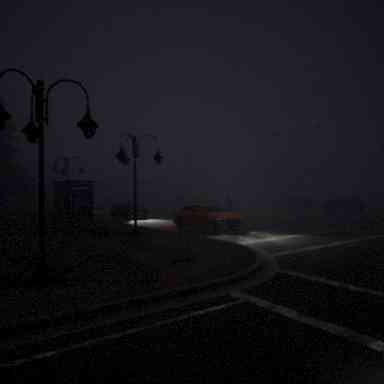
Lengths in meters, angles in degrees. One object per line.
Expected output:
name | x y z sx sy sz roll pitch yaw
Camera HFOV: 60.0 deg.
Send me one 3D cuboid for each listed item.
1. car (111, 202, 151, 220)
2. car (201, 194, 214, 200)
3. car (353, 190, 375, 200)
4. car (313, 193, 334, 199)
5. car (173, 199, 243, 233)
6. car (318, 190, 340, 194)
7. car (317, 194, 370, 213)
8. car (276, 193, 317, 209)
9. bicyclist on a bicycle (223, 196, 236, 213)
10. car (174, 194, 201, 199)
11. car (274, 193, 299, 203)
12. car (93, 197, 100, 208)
car | -5.104 1.489 27.398 1.994 1.385 4.181 -1 0 -36
car | 1.420 1.096 53.988 2.152 1.636 5.027 -1 0 -36
car | 34.228 0.599 67.049 1.932 1.855 4.605 -1 0 -36
car | 29.274 0.863 73.930 1.970 1.475 3.806 -1 0 -36
car | 0.798 1.402 19.285 1.882 1.535 5.008 -1 0 -36
car | 23.677 0.895 60.393 2.007 1.523 4.514 -1 0 -36
car | 14.029 1.163 30.938 1.845 1.501 3.633 -1 0 -36
car | 12.144 1.151 38.709 1.970 1.475 3.806 -1 0 -36
bicyclist on a bicycle | 3.173 1.168 28.730 1.656 1.620 0.582 -1 1 -36
car | -1.103 1.129 52.123 2.007 1.523 4.514 -1 0 -36
car | 15.520 0.994 54.623 1.845 1.501 3.633 -1 0 -36
car | -14.256 1.426 45.900 1.812 1.442 4.674 -1 0 -40
